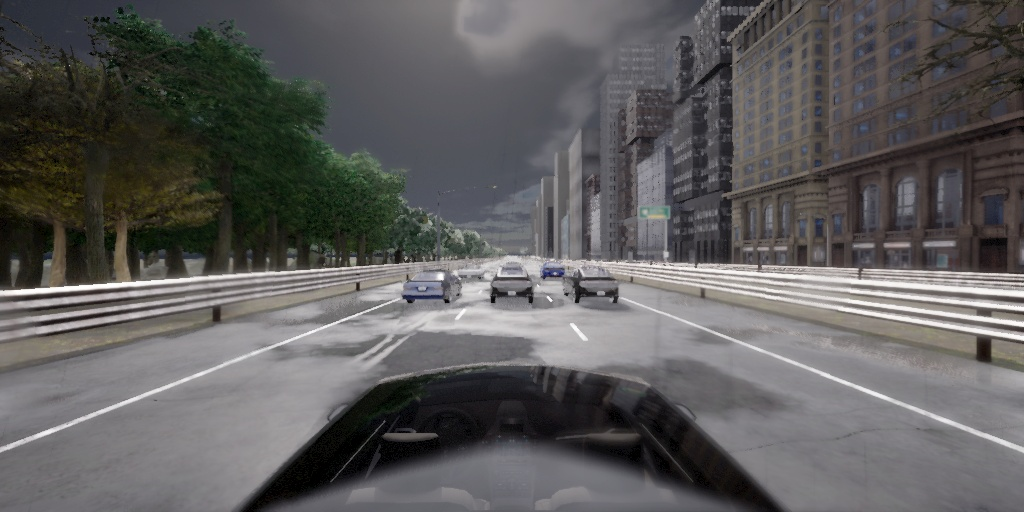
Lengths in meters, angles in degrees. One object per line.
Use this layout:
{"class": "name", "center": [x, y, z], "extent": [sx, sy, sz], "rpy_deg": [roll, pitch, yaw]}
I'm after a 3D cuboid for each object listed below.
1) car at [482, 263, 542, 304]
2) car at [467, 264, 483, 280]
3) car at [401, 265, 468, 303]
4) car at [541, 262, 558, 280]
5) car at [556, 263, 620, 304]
{"class": "car", "center": [0.000, 1.251, 16.501], "extent": [2.128, 1.511, 4.902], "rpy_deg": [0, 0, 0]}
{"class": "car", "center": [-3.500, 1.393, 31.531], "extent": [1.895, 1.301, 4.718], "rpy_deg": [0, 0, 0]}
{"class": "car", "center": [-3.499, 1.319, 16.501], "extent": [2.033, 1.411, 5.357], "rpy_deg": [0, 0, 0]}
{"class": "car", "center": [3.501, 1.262, 31.502], "extent": [1.882, 1.535, 5.008], "rpy_deg": [0, 0, 0]}
{"class": "car", "center": [3.500, 1.251, 16.501], "extent": [2.128, 1.511, 4.902], "rpy_deg": [0, 0, 0]}
